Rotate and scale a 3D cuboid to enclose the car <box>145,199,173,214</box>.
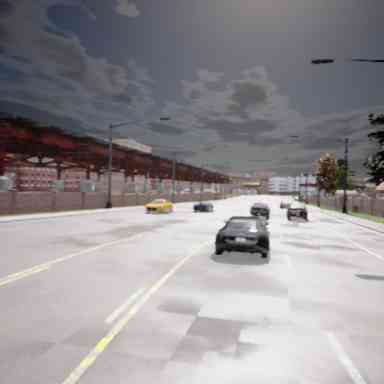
[{"bbox_3d":[-3.489,1.529,36.081,1.882,1.535,5.008,2,0,14],"label":"car"}]

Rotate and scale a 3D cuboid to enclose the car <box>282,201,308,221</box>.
[{"bbox_3d":[10.371,1.941,33.079,2.128,1.511,4.902,2,0,14],"label":"car"}]

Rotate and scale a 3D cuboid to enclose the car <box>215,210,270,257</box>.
[{"bbox_3d":[2.144,1.664,13.586,1.994,1.385,4.181,2,0,13],"label":"car"}]

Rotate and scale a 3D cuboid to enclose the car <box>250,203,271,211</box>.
[{"bbox_3d":[6.801,1.852,33.277,1.837,1.490,4.892,2,0,14],"label":"car"}]

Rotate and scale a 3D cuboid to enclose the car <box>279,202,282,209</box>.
[{"bbox_3d":[16.875,2.352,60.056,1.994,1.385,4.181,2,0,14],"label":"car"}]

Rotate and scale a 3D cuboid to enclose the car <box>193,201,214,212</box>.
[{"bbox_3d":[1.461,1.830,41.631,1.895,1.301,4.718,2,0,14],"label":"car"}]
